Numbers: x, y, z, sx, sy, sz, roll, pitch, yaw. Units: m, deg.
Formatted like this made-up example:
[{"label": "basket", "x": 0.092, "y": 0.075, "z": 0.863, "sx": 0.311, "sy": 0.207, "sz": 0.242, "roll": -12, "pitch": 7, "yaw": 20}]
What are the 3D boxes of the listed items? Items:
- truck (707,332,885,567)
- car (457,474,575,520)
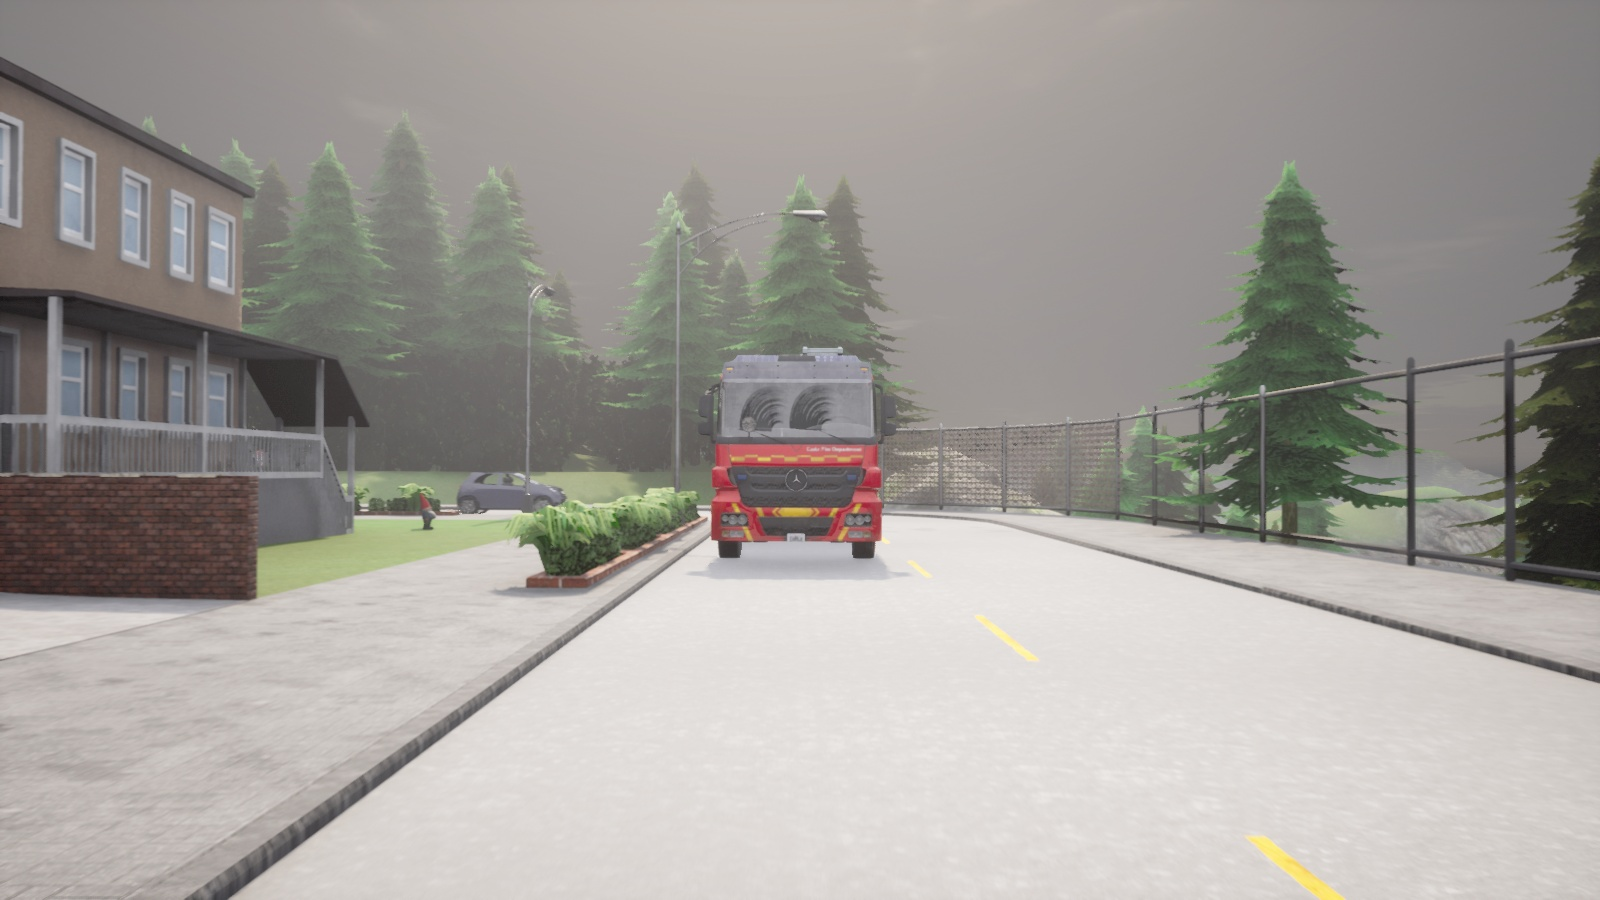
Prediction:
[{"label": "truck", "x": -0.030, "y": 0.064, "z": 24.742, "sx": 2.891, "sy": 3.827, "sz": 8.468, "roll": 0, "pitch": -1, "yaw": 0}, {"label": "car", "x": -9.690, "y": 1.587, "z": 42.991, "sx": 3.633, "sy": 1.501, "sz": 1.845, "roll": 0, "pitch": -1, "yaw": 0}]
